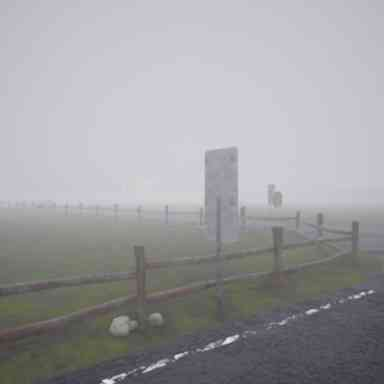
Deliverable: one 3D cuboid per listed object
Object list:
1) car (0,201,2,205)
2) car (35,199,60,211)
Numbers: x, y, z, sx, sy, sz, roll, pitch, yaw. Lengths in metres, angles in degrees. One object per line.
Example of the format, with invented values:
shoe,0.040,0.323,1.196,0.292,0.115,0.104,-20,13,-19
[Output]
car,-46.296,2.456,78.048,4.718,1.301,1.895,-1,-1,44
car,-21.270,1.851,48.902,2.097,1.767,4.553,0,-1,-44
